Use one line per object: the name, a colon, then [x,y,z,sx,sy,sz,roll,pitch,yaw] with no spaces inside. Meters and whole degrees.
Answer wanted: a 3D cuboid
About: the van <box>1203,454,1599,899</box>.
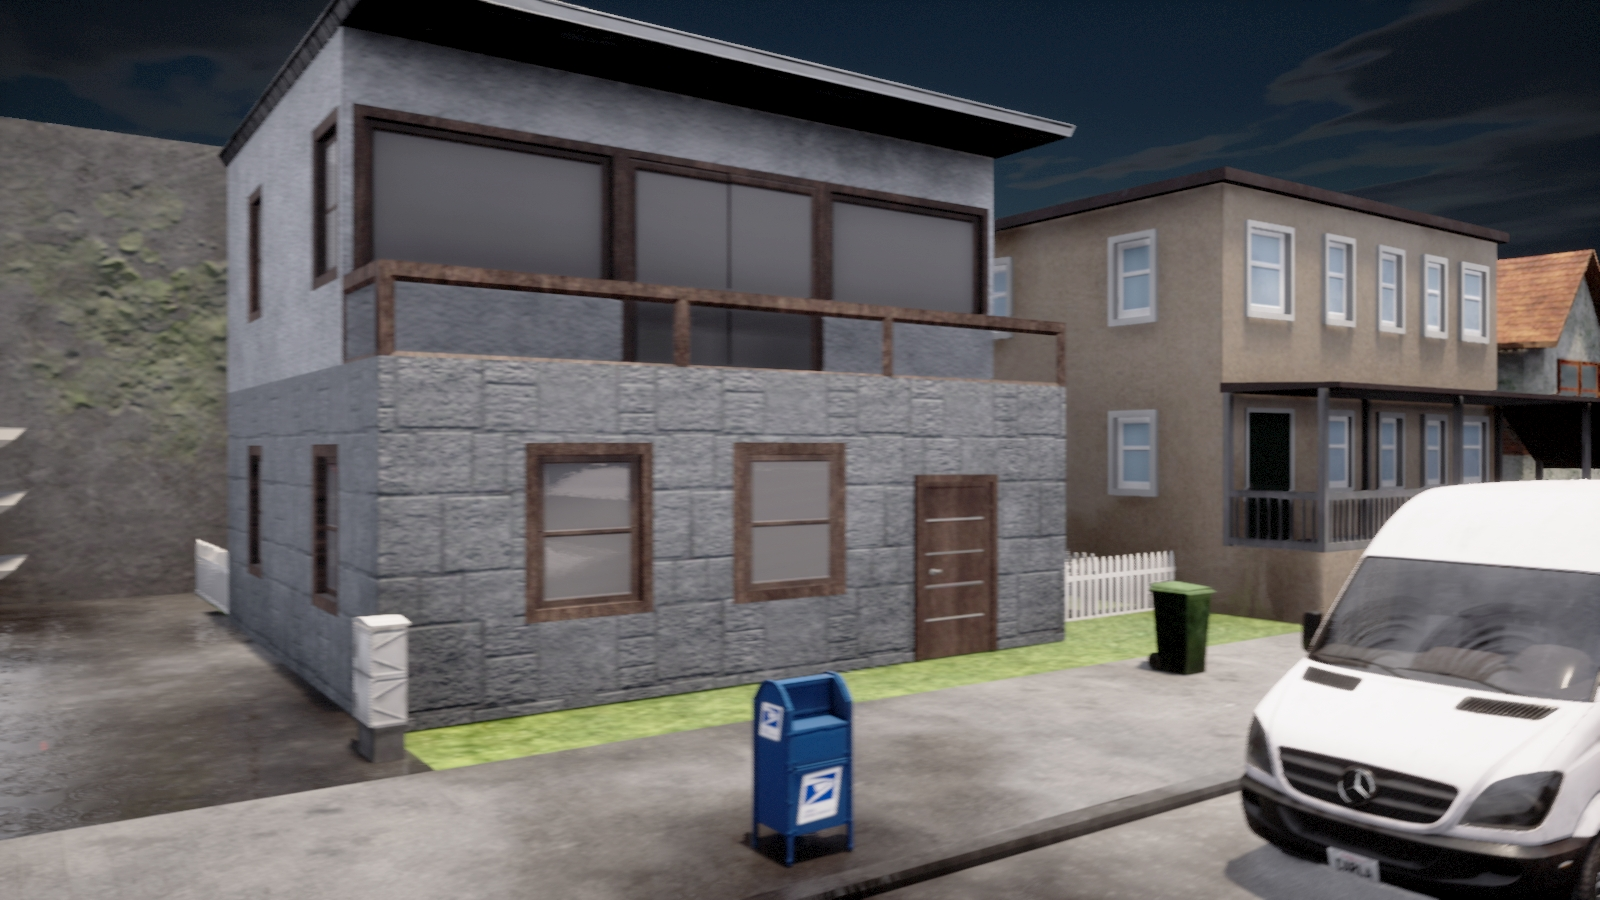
van: [5.610,1.315,8.321,5.915,2.561,1.988,0,0,-35]
